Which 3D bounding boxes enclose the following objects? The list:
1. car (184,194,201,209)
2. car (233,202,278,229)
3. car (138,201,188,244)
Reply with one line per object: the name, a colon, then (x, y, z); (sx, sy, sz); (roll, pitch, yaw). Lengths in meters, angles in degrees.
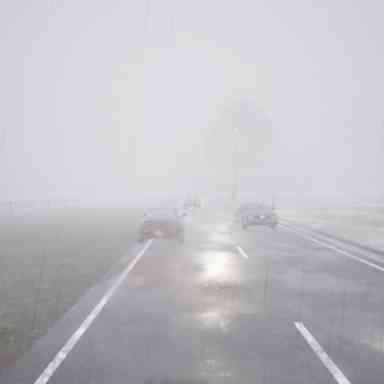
car: (0.070, 1.183, 36.771); (1.895, 1.301, 4.718); (0, 1, 1)
car: (3.611, 1.313, 19.564); (2.033, 1.411, 5.357); (0, 1, 0)
car: (-1.216, 1.347, 14.638); (1.812, 1.442, 4.674); (0, 1, 0)
